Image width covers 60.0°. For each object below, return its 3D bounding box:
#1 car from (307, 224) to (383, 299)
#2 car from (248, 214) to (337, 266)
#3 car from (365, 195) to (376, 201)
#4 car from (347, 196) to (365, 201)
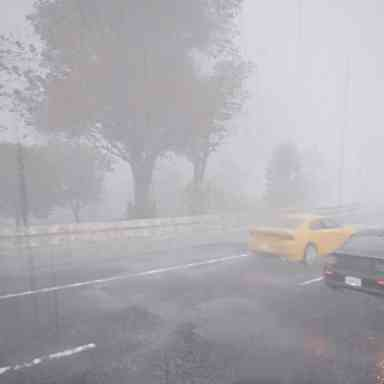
[{"bbox_3d":[4.874,1.546,7.852,4.674,1.442,1.812,0,0,-39],"label":"car"},{"bbox_3d":[4.082,1.521,11.802,5.008,1.535,1.882,0,0,-41],"label":"car"},{"bbox_3d":[43.690,1.559,82.218,1.812,1.442,4.674,0,0,3],"label":"car"},{"bbox_3d":[40.208,1.648,82.580,1.895,1.301,4.718,0,0,3],"label":"car"}]
